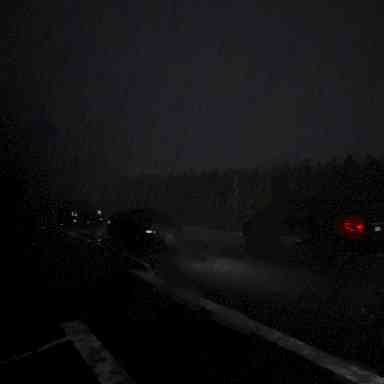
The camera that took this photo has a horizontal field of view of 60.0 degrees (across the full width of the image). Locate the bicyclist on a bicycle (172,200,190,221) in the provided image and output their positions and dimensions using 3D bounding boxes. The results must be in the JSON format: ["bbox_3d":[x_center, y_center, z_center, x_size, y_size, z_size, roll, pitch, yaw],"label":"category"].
[{"bbox_3d":[-0.837,1.407,25.264,1.656,1.620,0.582,-1,1,-34],"label":"bicyclist on a bicycle"}]

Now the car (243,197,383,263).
[{"bbox_3d":[4.238,1.197,12.294,2.150,2.045,5.566,1,0,-30],"label":"car"}]

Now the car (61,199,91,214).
[{"bbox_3d":[-13.036,1.535,37.204,2.033,1.411,5.357,0,0,-31],"label":"car"}]

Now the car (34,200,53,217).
[{"bbox_3d":[-13.843,1.510,31.875,1.837,1.490,4.892,0,0,-34],"label":"car"}]

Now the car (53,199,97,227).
[{"bbox_3d":[-7.764,1.354,22.849,2.097,1.767,4.553,0,0,-34],"label":"car"}]

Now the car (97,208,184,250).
[{"bbox_3d":[-2.192,1.490,14.613,2.128,1.511,4.902,0,0,-34],"label":"car"}]
